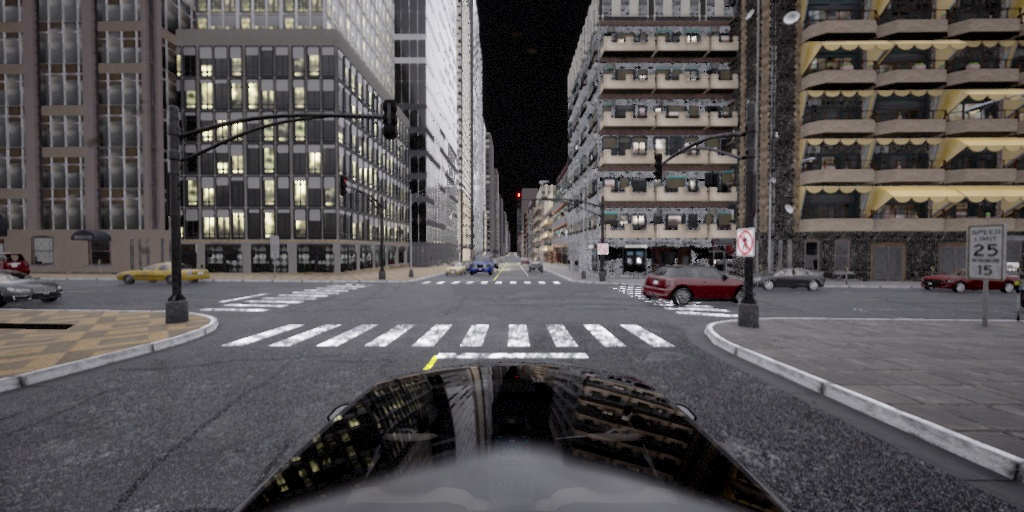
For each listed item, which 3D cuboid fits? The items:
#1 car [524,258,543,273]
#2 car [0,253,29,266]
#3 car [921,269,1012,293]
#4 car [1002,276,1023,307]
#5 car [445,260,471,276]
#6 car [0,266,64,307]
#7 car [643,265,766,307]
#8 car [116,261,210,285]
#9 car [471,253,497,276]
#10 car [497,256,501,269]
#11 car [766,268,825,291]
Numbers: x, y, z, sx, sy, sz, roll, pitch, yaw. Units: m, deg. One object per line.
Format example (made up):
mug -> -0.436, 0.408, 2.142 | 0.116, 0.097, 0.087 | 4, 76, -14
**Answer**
car -> 2.761, 1.246, 42.219 | 2.007, 1.370, 4.403 | 0, 0, 0
car -> -33.577, 0.690, 22.516 | 5.009, 1.841, 2.192 | 0, 0, 1
car -> 27.409, 1.440, 21.549 | 4.507, 1.381, 1.888 | 0, 0, 1
car -> 21.736, 1.563, 13.258 | 4.313, 1.339, 1.948 | 0, 0, 1
car -> -5.630, 1.228, 36.410 | 1.751, 1.417, 4.829 | 0, 0, 0
car -> -20.266, 1.191, 13.954 | 4.403, 1.370, 2.007 | 0, 0, 1
car -> 8.229, 1.183, 15.794 | 4.553, 1.767, 2.097 | 1, 1, -13
car -> -21.631, 1.007, 22.290 | 4.829, 1.417, 1.751 | 0, 0, 1
car -> -3.037, 0.923, 36.871 | 2.150, 2.045, 5.566 | 0, 0, 0
car -> -2.992, 1.159, 53.240 | 1.882, 1.535, 5.008 | 0, 0, 0
car -> 16.344, 1.354, 21.724 | 4.403, 1.370, 2.007 | 0, 0, 1
